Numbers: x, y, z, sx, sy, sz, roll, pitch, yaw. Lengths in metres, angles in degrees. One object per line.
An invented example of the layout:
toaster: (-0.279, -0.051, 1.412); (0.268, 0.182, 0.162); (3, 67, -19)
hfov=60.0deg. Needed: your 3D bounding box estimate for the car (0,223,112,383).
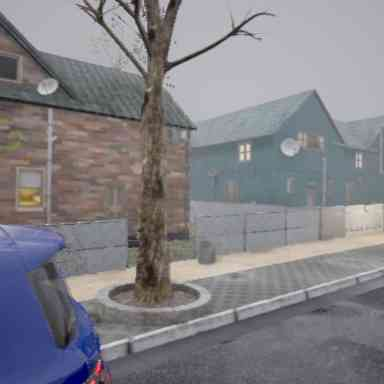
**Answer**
car: (-3.001, 1.227, 0.929); (5.566, 2.045, 2.150); (0, 0, -35)
